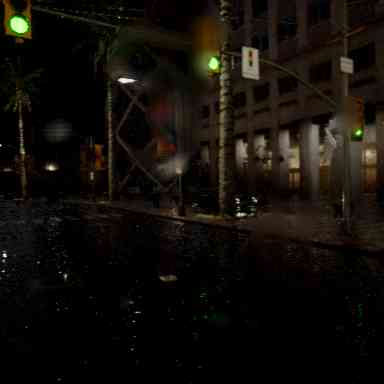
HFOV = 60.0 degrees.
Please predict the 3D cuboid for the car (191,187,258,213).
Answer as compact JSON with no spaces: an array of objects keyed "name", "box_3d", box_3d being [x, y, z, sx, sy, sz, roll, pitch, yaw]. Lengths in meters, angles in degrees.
[{"name":"car","box_3d":[1.970,0.461,21.020,2.097,1.767,4.553,-2,2,-39]}]
